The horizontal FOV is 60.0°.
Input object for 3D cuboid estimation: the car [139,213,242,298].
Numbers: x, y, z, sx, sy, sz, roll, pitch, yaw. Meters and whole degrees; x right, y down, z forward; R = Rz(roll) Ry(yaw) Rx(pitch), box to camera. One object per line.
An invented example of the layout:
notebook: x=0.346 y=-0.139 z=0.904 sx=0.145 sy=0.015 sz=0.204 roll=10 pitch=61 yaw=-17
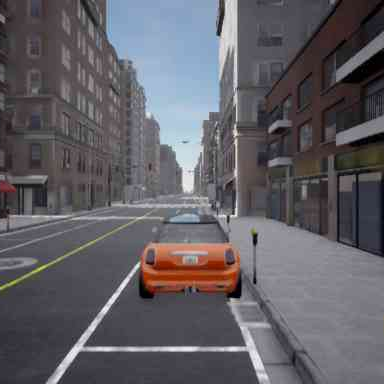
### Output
car: x=-0.033 y=1.343 z=8.620 sx=2.097 sy=1.767 sz=4.553 roll=0 pitch=0 yaw=0
